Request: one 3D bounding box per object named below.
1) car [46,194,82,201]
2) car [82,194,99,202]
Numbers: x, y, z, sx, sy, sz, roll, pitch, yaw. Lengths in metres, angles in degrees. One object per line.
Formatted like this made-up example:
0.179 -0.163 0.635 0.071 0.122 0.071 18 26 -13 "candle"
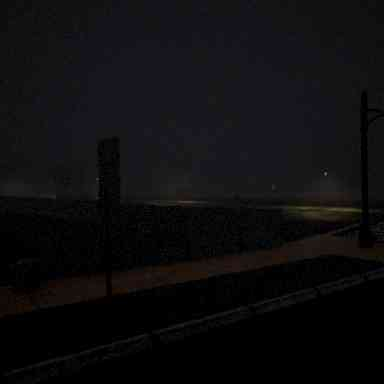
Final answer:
-16.001 1.020 40.513 5.357 1.411 2.033 1 2 44 "car"
-13.765 0.954 42.871 5.357 1.411 2.033 1 2 44 "car"
